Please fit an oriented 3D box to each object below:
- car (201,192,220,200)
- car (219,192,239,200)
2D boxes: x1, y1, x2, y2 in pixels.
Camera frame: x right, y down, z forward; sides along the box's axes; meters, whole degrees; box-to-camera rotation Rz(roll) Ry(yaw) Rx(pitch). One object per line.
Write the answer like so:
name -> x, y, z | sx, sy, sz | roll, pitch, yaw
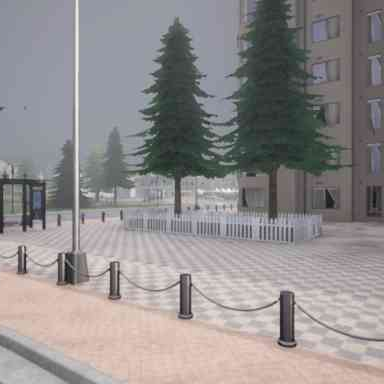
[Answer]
car -> 5.241, 1.368, 91.390 | 3.806, 1.475, 1.970 | 0, 0, 35
car -> 9.602, 1.360, 84.687 | 3.633, 1.501, 1.845 | 0, 0, 35
